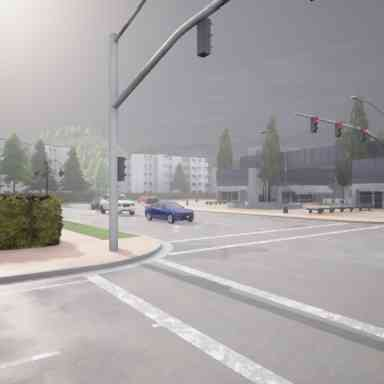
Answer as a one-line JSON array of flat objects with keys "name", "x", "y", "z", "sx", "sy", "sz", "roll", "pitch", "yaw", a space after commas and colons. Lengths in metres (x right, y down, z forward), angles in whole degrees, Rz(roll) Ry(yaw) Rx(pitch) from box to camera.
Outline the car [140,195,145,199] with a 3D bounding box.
[{"name": "car", "x": -9.288, "y": 1.352, "z": 68.133, "sx": 2.097, "sy": 1.767, "sz": 4.553, "roll": 0, "pitch": 0, "yaw": 15}]

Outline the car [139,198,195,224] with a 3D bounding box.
[{"name": "car", "x": -1.792, "y": 1.478, "z": 25.376, "sx": 1.882, "sy": 1.535, "sz": 5.008, "roll": 0, "pitch": 0, "yaw": -37}]

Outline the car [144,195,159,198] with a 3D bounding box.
[{"name": "car", "x": -6.958, "y": 1.477, "z": 61.955, "sx": 1.882, "sy": 1.535, "sz": 5.008, "roll": 0, "pitch": 0, "yaw": 6}]

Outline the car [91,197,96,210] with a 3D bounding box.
[{"name": "car", "x": -11.915, "y": 1.352, "z": 42.940, "sx": 2.097, "sy": 1.767, "sz": 4.553, "roll": 0, "pitch": 0, "yaw": -17}]

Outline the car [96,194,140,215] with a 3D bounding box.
[{"name": "car", "x": -7.601, "y": 1.221, "z": 33.554, "sx": 2.150, "sy": 2.045, "sz": 5.566, "roll": 0, "pitch": 0, "yaw": -32}]
